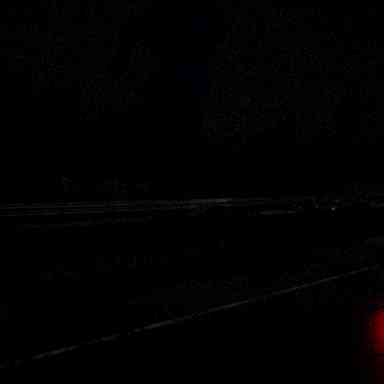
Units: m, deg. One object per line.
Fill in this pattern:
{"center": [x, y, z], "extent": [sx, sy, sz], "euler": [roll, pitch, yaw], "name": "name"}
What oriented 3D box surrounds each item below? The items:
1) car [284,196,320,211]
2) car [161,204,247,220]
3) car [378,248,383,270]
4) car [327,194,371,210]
{"center": [12.285, 1.259, 37.151], "extent": [5.008, 1.535, 1.882], "euler": [-1, 0, -37], "name": "car"}
{"center": [0.708, 1.435, 17.318], "extent": [5.008, 1.535, 1.882], "euler": [0, 0, -35], "name": "car"}
{"center": [6.867, 1.560, 8.573], "extent": [4.718, 1.301, 1.895], "euler": [0, 0, -35], "name": "car"}
{"center": [14.694, 1.286, 31.195], "extent": [4.902, 1.511, 2.128], "euler": [-1, 0, -34], "name": "car"}
